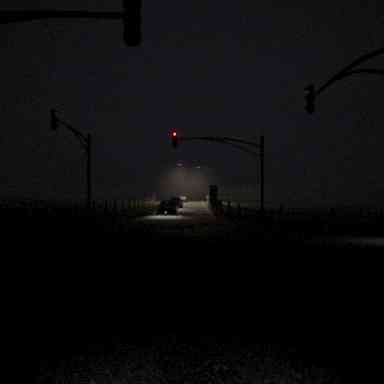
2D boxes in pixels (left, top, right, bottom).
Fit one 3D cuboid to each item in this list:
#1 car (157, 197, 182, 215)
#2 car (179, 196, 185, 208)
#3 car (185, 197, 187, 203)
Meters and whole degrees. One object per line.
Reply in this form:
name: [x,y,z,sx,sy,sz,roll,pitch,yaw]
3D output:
car: [-2.465,1.547,34.216,2.033,1.411,5.357,0,0,0]
car: [-2.289,1.507,46.473,1.837,1.490,4.892,0,0,1]
car: [-1.931,1.553,67.142,2.033,1.411,5.357,0,0,1]
